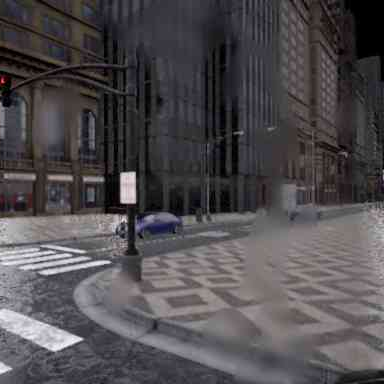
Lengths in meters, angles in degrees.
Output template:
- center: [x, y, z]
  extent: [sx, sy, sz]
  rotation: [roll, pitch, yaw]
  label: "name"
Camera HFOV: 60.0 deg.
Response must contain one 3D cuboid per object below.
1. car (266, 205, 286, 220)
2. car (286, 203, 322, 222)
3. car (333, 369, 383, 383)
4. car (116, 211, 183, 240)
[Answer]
- center: [9.713, 2.162, 36.408]
  extent: [1.837, 1.490, 4.892]
  rotation: [0, -1, 36]
  label: "car"
- center: [11.595, 1.980, 33.563]
  extent: [2.097, 1.767, 4.553]
  rotation: [0, -1, 36]
  label: "car"
- center: [2.493, 1.555, 1.181]
  extent: [4.313, 1.339, 1.947]
  rotation: [-1, 0, 35]
  label: "car"
- center: [-2.337, 1.879, 19.565]
  extent: [1.812, 1.442, 4.674]
  rotation: [0, -1, 35]
  label: "car"
